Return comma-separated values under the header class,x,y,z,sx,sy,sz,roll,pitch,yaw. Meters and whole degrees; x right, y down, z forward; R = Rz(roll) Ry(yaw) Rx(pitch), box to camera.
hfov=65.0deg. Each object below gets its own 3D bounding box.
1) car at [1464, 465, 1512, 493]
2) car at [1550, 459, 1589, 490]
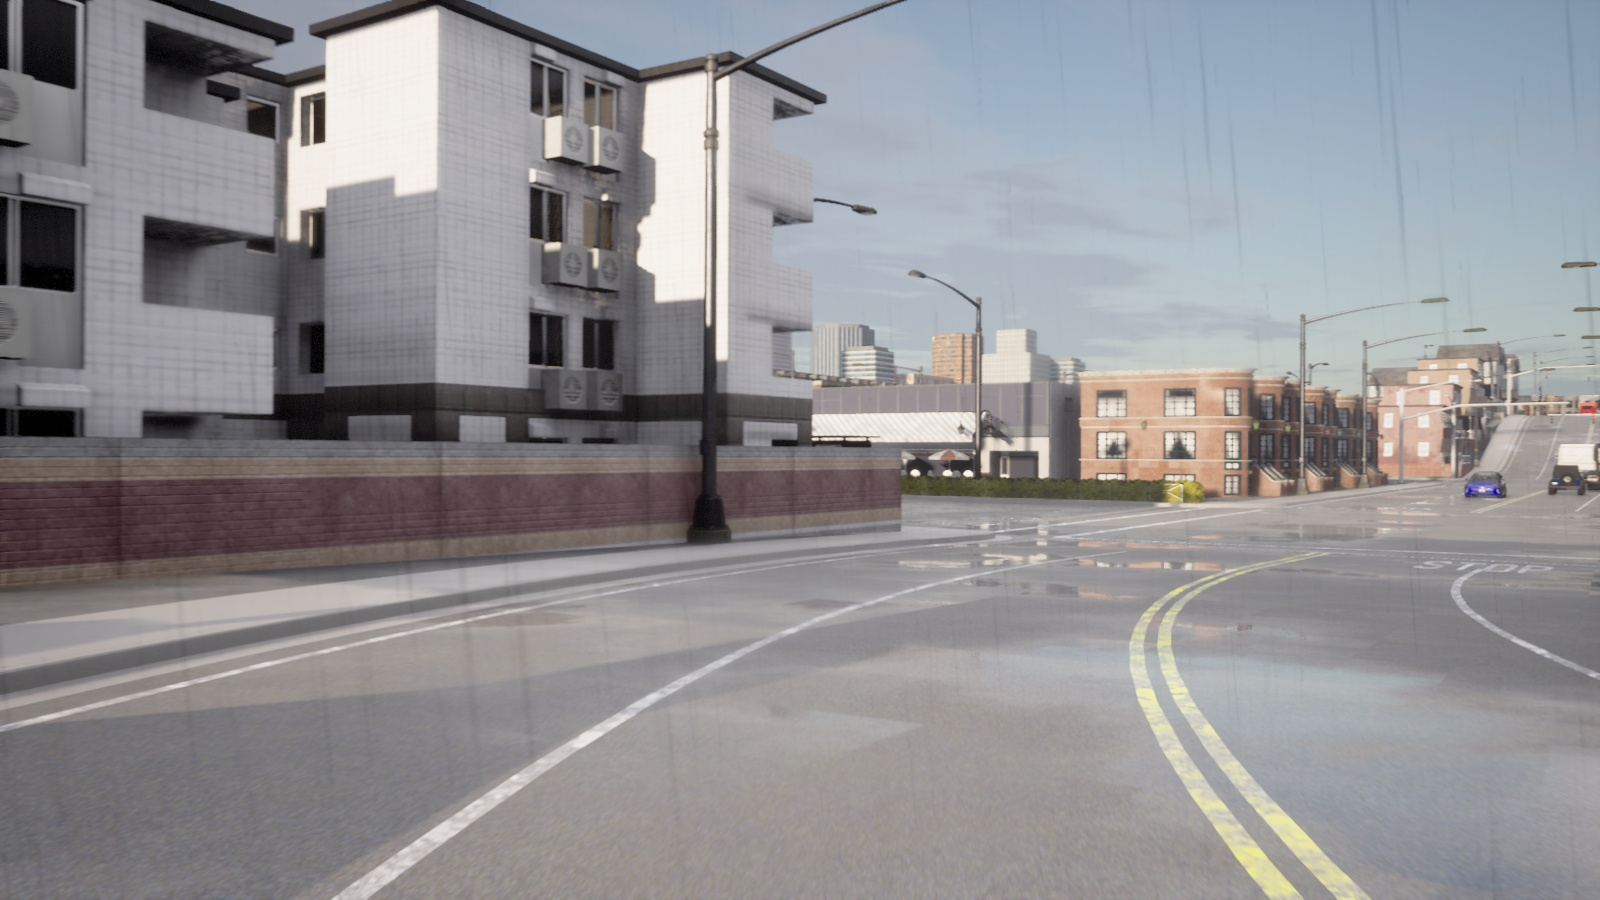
class,x,y,z,sx,sy,sz,roll,pitch,yaw
car,39.820,1.663,72.645,2.007,1.525,4.514,0,0,34
car,48.822,1.509,79.640,1.905,1.878,3.866,0,0,34
